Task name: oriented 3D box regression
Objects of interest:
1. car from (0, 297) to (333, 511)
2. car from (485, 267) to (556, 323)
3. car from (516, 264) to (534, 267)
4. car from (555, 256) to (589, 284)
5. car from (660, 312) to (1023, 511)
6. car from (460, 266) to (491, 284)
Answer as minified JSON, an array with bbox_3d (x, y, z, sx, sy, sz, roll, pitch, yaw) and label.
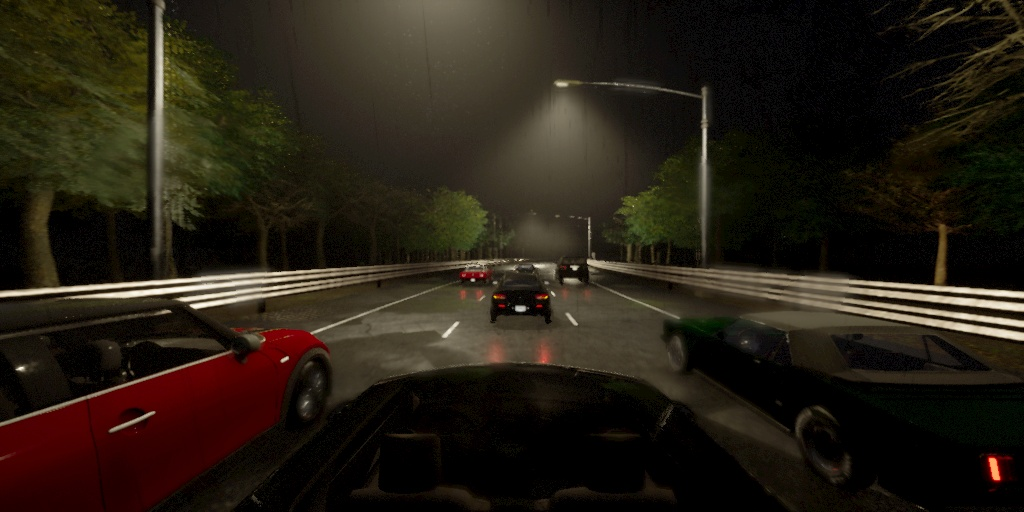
[{"bbox_3d":[-3.359,1.099,2.783,2.097,1.767,4.553,0,0,0],"label":"car"},{"bbox_3d":[0.297,1.280,12.129,1.812,1.442,4.674,0,0,2],"label":"car"},{"bbox_3d":[1.138,1.327,29.041,1.994,1.385,4.181,0,0,4],"label":"car"},{"bbox_3d":[4.524,0.988,27.462,2.150,2.045,5.566,0,0,4],"label":"car"},{"bbox_3d":[3.643,1.356,4.506,1.895,1.301,4.718,0,0,0],"label":"car"},{"bbox_3d":[-2.536,1.359,26.743,1.895,1.301,4.718,0,0,4],"label":"car"}]
